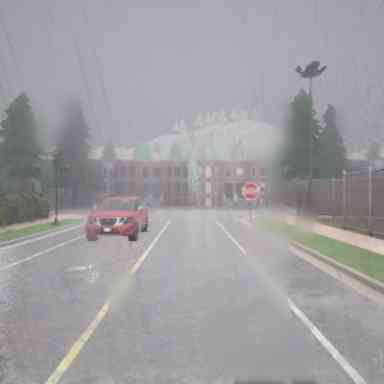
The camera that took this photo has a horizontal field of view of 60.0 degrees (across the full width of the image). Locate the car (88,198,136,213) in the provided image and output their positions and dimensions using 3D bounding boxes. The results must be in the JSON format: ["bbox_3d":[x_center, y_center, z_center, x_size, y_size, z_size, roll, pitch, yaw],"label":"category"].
[{"bbox_3d":[-8.980,1.469,37.566,5.008,1.535,1.882,0,-1,17],"label":"car"}]

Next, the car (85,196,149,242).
[{"bbox_3d":[-3.540,1.224,16.784,2.150,2.045,5.566,0,0,1],"label":"car"}]
